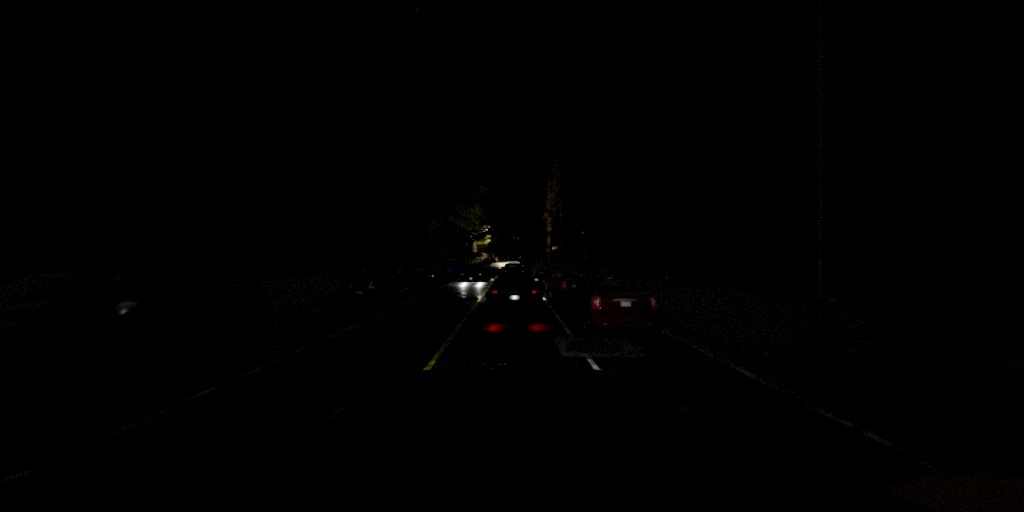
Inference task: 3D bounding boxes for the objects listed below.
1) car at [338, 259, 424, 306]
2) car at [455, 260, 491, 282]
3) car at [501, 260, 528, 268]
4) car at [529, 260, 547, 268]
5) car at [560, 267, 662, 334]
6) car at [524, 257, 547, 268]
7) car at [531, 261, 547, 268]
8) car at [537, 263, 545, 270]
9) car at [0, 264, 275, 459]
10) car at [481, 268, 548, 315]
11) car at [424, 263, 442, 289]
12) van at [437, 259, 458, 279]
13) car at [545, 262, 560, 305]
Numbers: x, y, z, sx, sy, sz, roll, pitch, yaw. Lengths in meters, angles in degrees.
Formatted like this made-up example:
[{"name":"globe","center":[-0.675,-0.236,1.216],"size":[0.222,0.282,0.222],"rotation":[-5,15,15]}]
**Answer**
[{"name":"car","center":[-5.765,1.073,16.055],"size":[2.192,1.841,5.009],"rotation":[0,0,0]},{"name":"car","center":[-3.105,1.318,29.738],"size":[2.033,1.411,5.357],"rotation":[0,0,0]},{"name":"car","center":[0.091,1.296,29.579],"size":[1.812,1.442,4.674],"rotation":[0,0,0]},{"name":"car","center":[2.757,1.298,32.490],"size":[1.751,1.417,4.829],"rotation":[0,0,0]},{"name":"car","center":[2.761,1.195,10.620],"size":[1.967,1.591,4.097],"rotation":[0,0,0]},{"name":"car","center":[2.756,1.092,37.745],"size":[2.192,1.841,5.009],"rotation":[0,0,0]},{"name":"car","center":[2.758,1.319,26.895],"size":[2.007,1.370,4.403],"rotation":[0,0,0]},{"name":"car","center":[2.758,1.309,21.470],"size":[1.888,1.381,4.507],"rotation":[0,0,0]},{"name":"car","center":[-5.763,1.066,5.203],"size":[2.192,1.841,5.009],"rotation":[0,0,0]},{"name":"car","center":[0.092,1.321,13.652],"size":[1.994,1.385,4.181],"rotation":[0,0,0]},{"name":"car","center":[-5.766,1.308,21.481],"size":[1.888,1.381,4.507],"rotation":[0,0,0]},{"name":"van","center":[-5.768,1.113,32.333],"size":[1.690,1.789,3.998],"rotation":[0,0,0]},{"name":"car","center":[2.760,1.199,16.045],"size":[1.967,1.591,4.097],"rotation":[0,0,0]}]
